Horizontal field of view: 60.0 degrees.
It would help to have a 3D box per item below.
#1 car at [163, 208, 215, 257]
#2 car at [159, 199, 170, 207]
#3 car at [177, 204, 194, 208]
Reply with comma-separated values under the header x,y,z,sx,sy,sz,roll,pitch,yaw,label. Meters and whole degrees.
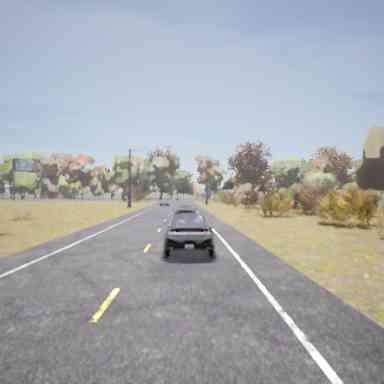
x,y,z,sx,sy,sz,roll,pitch,yaw,label
-0.125,1.625,13.581,2.128,1.511,4.902,0,0,-1,car
-5.321,2.120,64.532,2.033,1.411,5.357,0,0,-1,car
-0.575,1.775,28.589,1.837,1.490,4.892,0,0,-1,car
